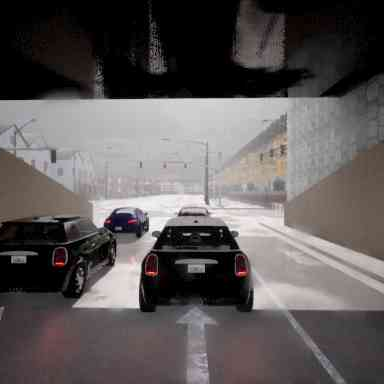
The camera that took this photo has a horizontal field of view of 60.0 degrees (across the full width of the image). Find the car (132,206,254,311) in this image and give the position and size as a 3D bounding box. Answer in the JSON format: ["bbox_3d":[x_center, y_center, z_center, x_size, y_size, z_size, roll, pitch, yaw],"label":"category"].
[{"bbox_3d":[0.080,1.352,7.915,2.097,1.767,4.553,0,0,0],"label":"car"}]

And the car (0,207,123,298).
[{"bbox_3d":[-3.415,1.352,8.678,2.097,1.767,4.553,0,0,0],"label":"car"}]

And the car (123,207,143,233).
[{"bbox_3d":[-3.411,1.526,17.729,1.812,1.442,4.674,0,0,0],"label":"car"}]

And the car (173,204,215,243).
[{"bbox_3d":[0.089,1.478,17.183,1.882,1.535,5.008,0,0,0],"label":"car"}]
